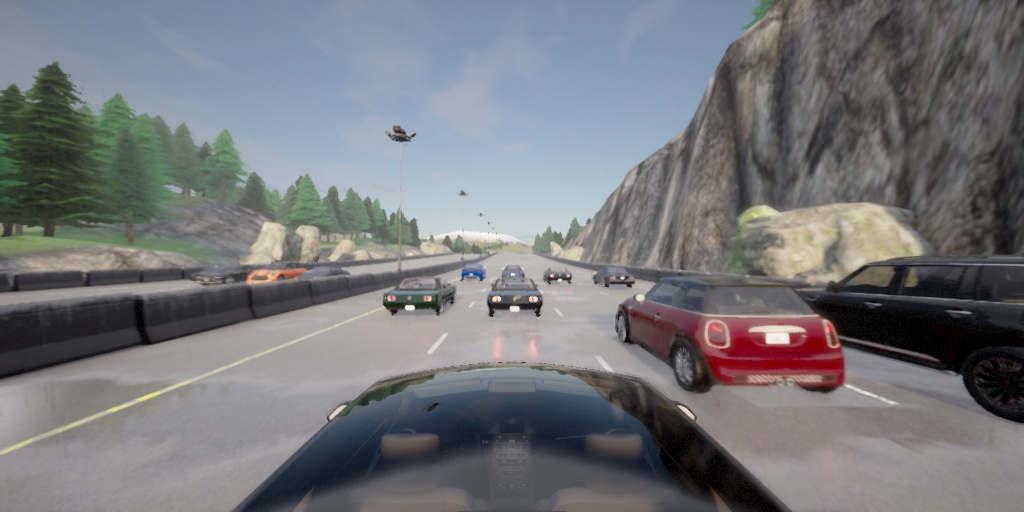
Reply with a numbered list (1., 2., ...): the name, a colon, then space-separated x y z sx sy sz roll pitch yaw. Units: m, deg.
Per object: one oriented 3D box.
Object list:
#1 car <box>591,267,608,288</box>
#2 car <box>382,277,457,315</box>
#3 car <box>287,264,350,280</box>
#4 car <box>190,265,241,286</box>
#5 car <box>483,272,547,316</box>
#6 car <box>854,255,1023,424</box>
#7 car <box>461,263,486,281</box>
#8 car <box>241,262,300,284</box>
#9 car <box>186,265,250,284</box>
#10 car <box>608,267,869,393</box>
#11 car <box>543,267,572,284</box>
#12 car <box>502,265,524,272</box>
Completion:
1. car: 7.095 1.460 25.529 2.033 1.411 5.357 0 0 0
2. car: -3.403 1.461 14.208 1.895 1.301 4.718 0 0 0
3. car: -14.106 1.465 27.064 2.033 1.411 5.357 0 0 0
4. car: -21.103 1.423 27.181 1.837 1.490 4.892 0 0 0
5. car: 0.097 1.459 13.953 1.895 1.301 4.718 0 0 0
6. car: 7.099 1.013 5.920 2.150 2.045 5.566 0 -1 0
7. car: -3.407 1.400 32.432 1.882 1.535 5.008 0 0 0
8. car: -17.603 1.270 27.227 2.097 1.767 4.553 0 0 0
9. car: -24.601 1.485 30.216 1.994 1.385 4.181 0 0 0
10. car: 3.598 1.154 6.982 2.097 1.767 4.553 0 -1 0
11. car: 3.594 1.520 29.070 1.895 1.301 4.718 0 0 0
12. car: 0.093 1.485 31.270 1.994 1.385 4.181 0 0 0
